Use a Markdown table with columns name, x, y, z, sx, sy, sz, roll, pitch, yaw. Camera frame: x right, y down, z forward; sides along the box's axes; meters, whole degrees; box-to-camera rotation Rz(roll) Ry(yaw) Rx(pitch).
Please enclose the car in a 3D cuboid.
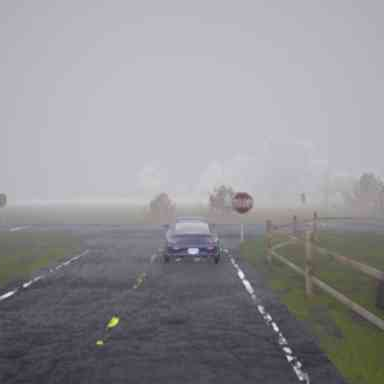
| name | x | y | z | sx | sy | sz | roll | pitch | yaw |
| --- | --- | --- | --- | --- | --- | --- | --- | --- | --- |
| car | -0.068 | 1.616 | 12.242 | 1.812 | 1.442 | 4.674 | 0 | 0 | -3 |
